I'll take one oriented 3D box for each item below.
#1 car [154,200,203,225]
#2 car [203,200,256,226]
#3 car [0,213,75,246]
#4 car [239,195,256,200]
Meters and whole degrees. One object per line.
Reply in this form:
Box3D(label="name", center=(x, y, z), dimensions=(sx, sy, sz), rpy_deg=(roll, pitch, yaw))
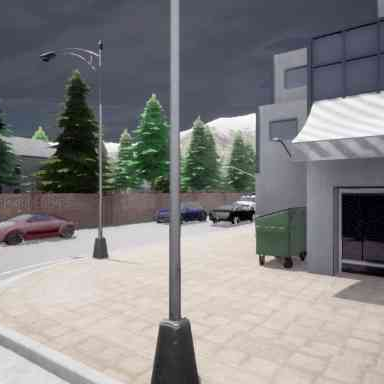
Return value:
Box3D(label="car", center=(-0.883, 1.528, 25.947), dimensions=(2.097, 1.767, 4.553), rpy_deg=(0, 0, 37))
Box3D(label="car", center=(3.254, 1.668, 25.319), dimensions=(2.128, 1.511, 4.902), rpy_deg=(0, 0, 37))
Box3D(label="car", center=(-7.970, 1.741, 16.408), dimensions=(1.994, 1.385, 4.181), rpy_deg=(0, 0, 36))
Box3D(label="car", center=(6.137, 1.398, 35.409), dimensions=(2.150, 2.045, 5.566), rpy_deg=(0, 0, 36))
